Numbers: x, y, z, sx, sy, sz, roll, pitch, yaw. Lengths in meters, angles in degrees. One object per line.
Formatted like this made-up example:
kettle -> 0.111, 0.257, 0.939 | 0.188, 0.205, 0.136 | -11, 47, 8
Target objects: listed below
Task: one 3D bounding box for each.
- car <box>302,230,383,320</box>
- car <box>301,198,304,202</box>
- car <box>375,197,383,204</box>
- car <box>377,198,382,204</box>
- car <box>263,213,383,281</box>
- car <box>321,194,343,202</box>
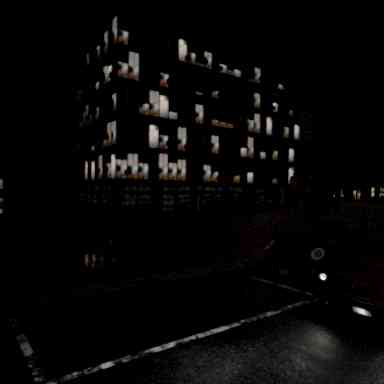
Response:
car -> 4.496, 1.586, 6.581 | 4.718, 1.301, 1.895 | 0, 0, -35
car -> 27.987, 1.532, 79.039 | 1.967, 1.590, 4.097 | 0, -1, -35
car -> 38.175, 1.590, 64.460 | 1.802, 1.307, 4.206 | 0, -1, -35
car -> 33.590, 1.329, 55.909 | 1.967, 1.590, 4.097 | 0, -1, -35
car -> 3.858, 1.423, 9.261 | 4.097, 1.590, 1.967 | 0, 1, -35
car -> 31.174, 1.381, 74.495 | 2.192, 1.841, 5.009 | 0, -1, -35
